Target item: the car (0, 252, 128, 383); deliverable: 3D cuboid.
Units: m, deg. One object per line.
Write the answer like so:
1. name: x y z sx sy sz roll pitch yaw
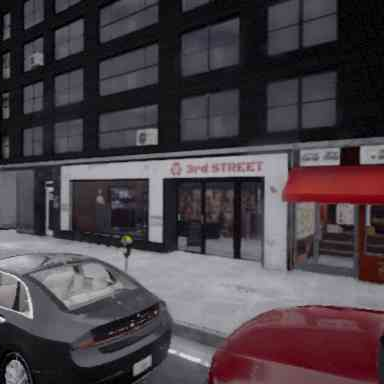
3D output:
1. car: -2.287 1.550 4.702 4.403 1.369 2.008 0 1 36

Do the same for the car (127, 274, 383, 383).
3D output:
1. car: 2.310 1.315 1.418 5.009 1.841 2.192 0 1 36
